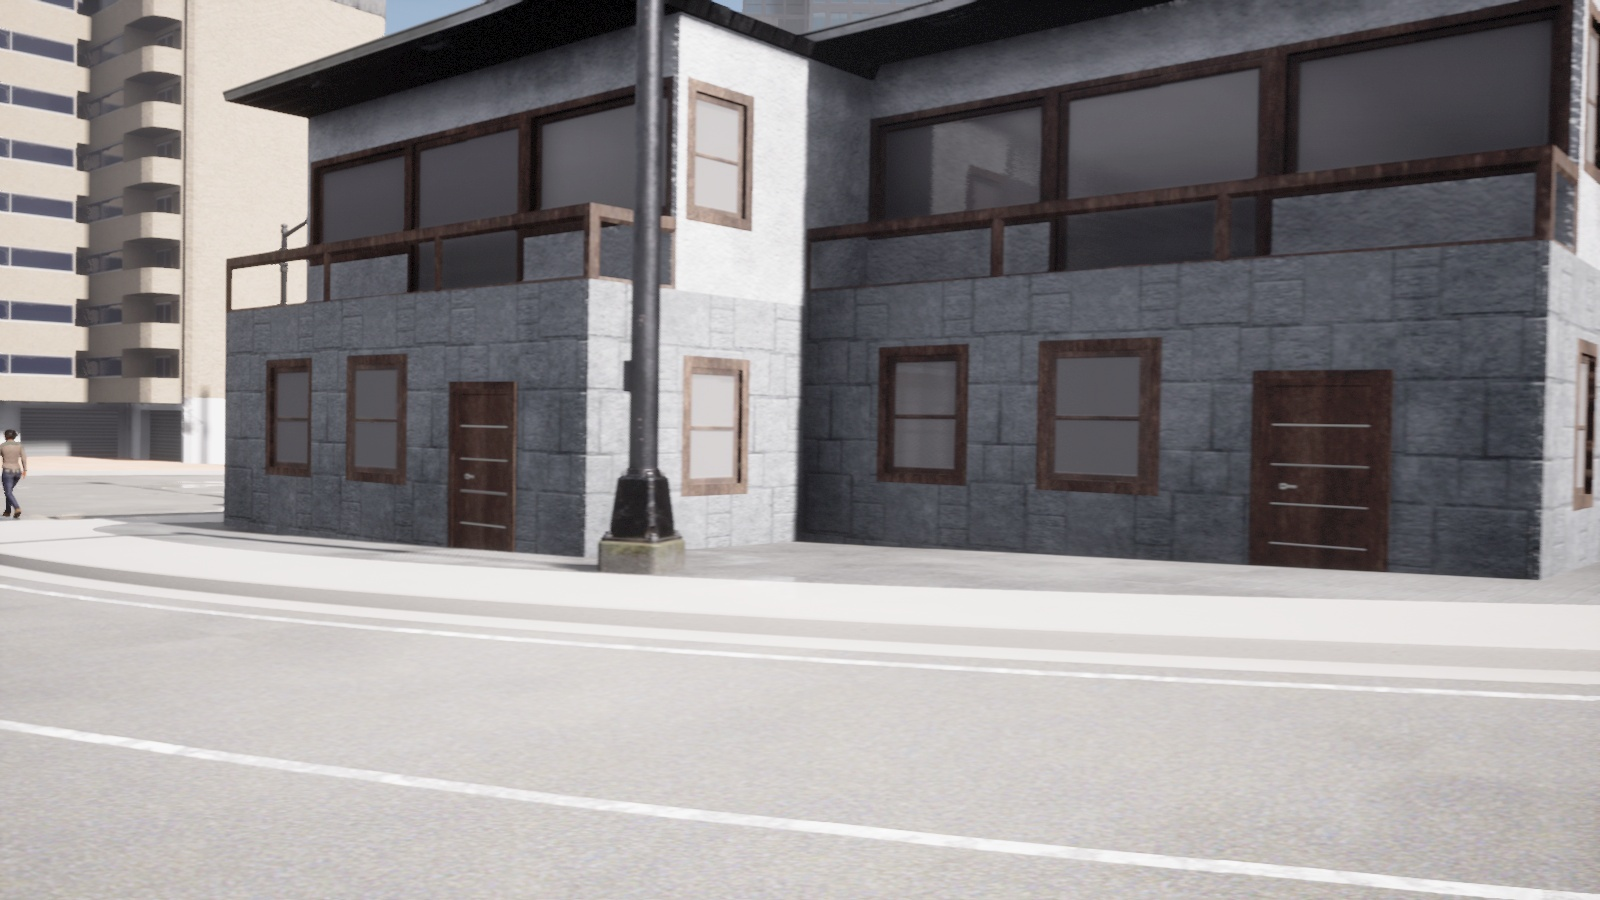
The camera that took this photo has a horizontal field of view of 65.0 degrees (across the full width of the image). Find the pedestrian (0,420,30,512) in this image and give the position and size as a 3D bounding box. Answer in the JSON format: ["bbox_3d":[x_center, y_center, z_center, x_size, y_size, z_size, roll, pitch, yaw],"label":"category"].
[{"bbox_3d":[-15.896,0.307,25.313,0.869,1.805,0.328,2,2,37],"label":"pedestrian"}]
